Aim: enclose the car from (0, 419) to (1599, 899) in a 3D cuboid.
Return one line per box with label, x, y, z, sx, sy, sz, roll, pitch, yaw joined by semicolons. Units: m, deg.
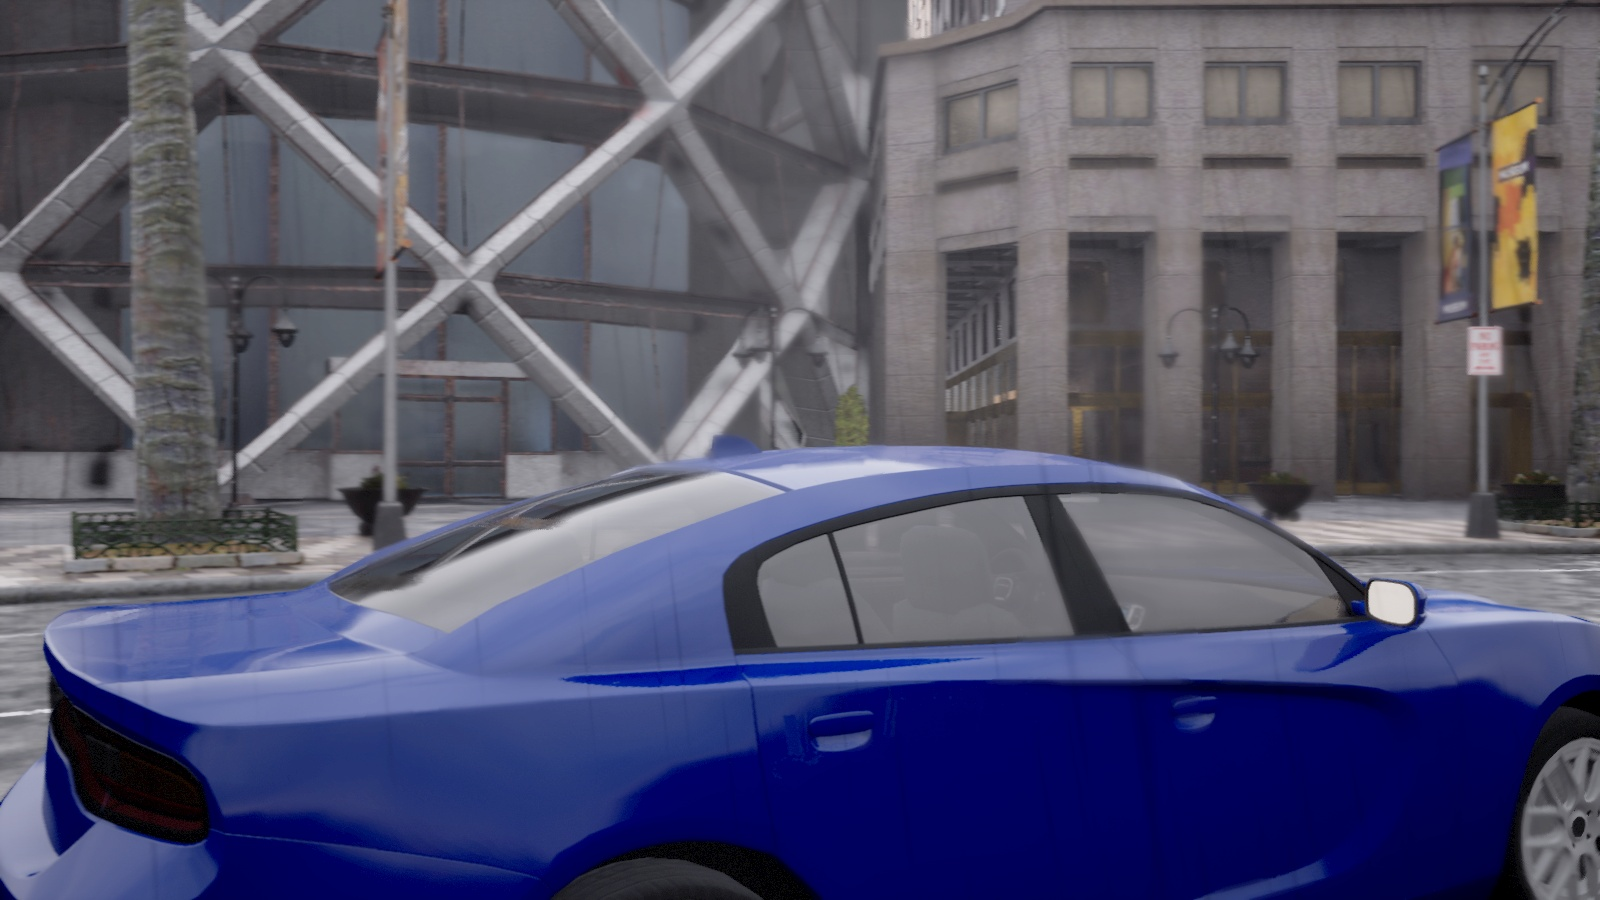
car;0.532;0.726;3.800;5.008;1.535;1.882;0;0;-30
